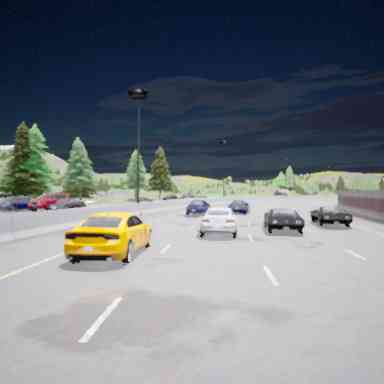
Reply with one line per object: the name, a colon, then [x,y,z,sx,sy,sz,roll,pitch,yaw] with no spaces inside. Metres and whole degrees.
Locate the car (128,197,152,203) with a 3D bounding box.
car: [-6.940,1.451,44.605,1.837,1.490,4.892,0,0,18]

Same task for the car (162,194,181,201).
car: [-5.012,1.341,76.071,1.837,1.490,4.892,0,0,27]

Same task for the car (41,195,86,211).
car: [-13.162,1.427,35.248,2.128,1.511,4.902,0,0,14]

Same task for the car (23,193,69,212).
car: [-16.102,1.145,38.031,2.150,2.045,5.566,0,0,15]

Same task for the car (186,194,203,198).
car: [1.304,1.404,73.047,2.033,1.411,5.357,0,0,27]

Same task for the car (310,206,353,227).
car: [9.348,1.609,22.723,1.895,1.301,4.718,0,0,10]

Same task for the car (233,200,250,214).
car: [4.950,1.550,34.778,1.994,1.385,4.181,0,0,15]

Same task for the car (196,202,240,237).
car: [1.499,1.516,17.855,1.812,1.442,4.674,0,0,8]

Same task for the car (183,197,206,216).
car: [0.682,1.502,32.228,1.812,1.442,4.674,0,0,13]

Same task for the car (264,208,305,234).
car: [5.256,1.600,19.520,1.895,1.301,4.718,0,0,9]

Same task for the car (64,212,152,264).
car: [-2.721,1.460,11.863,1.882,1.535,5.008,0,0,5]

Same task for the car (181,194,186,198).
car: [-0.873,1.061,76.361,2.097,1.767,4.553,0,0,29]

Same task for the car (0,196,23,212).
car: [-19.864,1.267,37.243,2.097,1.767,4.553,0,0,14]
